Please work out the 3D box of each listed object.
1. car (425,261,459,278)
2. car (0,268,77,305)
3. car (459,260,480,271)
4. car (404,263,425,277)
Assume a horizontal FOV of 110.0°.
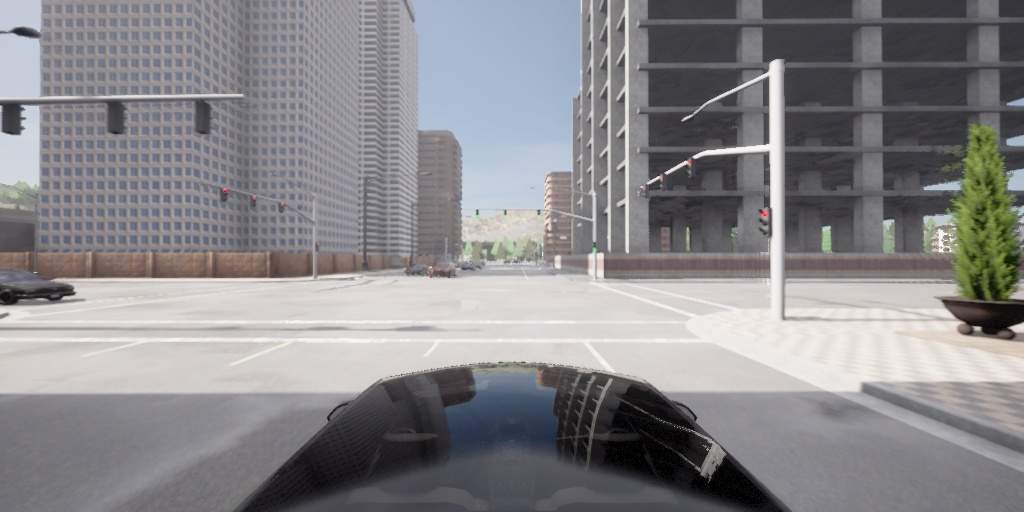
[{"bbox_3d":[-7.197,1.370,37.428,2.097,1.767,4.553,0,0,0],"label":"car"},{"bbox_3d":[-23.135,1.406,16.111,5.357,1.411,2.033,0,0,1],"label":"car"},{"bbox_3d":[-6.962,1.719,57.788,2.033,1.411,5.357,0,0,1],"label":"car"},{"bbox_3d":[-10.764,1.549,40.794,1.837,1.490,4.892,0,0,1],"label":"car"}]
